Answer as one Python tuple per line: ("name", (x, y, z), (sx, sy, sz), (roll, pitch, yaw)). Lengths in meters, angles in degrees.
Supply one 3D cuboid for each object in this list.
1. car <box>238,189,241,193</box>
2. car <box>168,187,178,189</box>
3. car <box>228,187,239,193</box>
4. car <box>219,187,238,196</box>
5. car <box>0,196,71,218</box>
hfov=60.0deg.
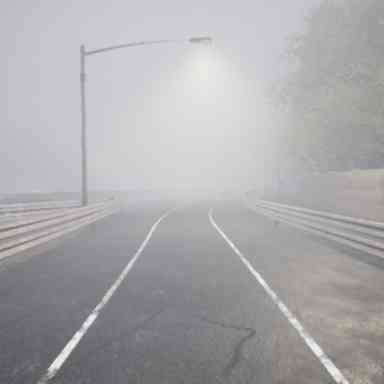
("car", (10.373, -0.276, 80.406), (1.895, 1.301, 4.718), (0, 1, 25))
("car", (-5.827, -0.772, 95.386), (2.097, 1.767, 4.553), (0, 1, 25))
("car", (11.352, -0.595, 90.838), (1.812, 1.442, 4.674), (0, 1, 25))
("car", (6.693, 0.022, 64.148), (2.128, 1.511, 4.902), (0, 1, 25))
("car", (-11.283, 1.032, 24.987), (2.128, 1.511, 4.902), (0, 1, 24))
